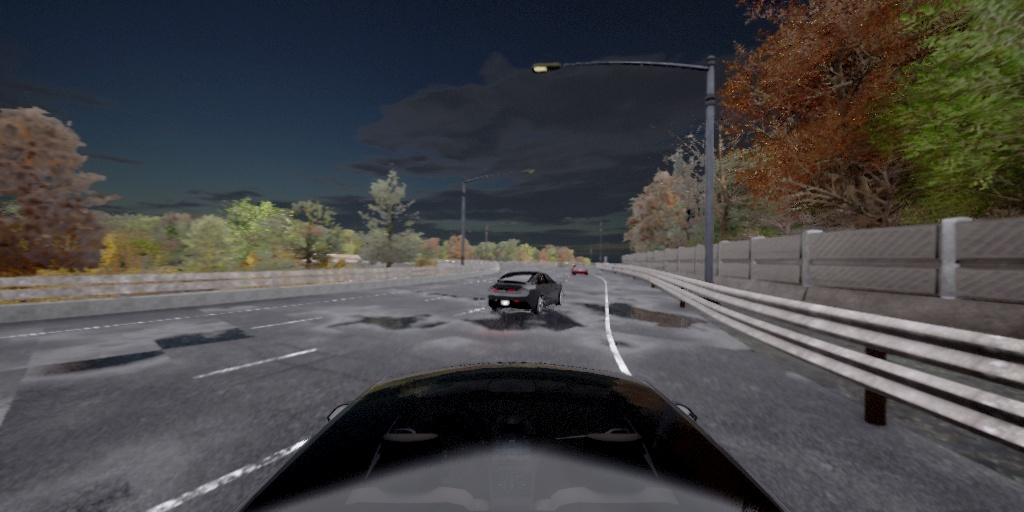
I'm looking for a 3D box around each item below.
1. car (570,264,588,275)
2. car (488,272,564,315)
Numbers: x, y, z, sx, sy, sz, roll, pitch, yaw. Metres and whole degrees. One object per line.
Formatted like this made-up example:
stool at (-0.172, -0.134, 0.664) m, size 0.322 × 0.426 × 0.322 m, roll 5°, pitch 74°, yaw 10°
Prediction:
car at (8.959, 1.784, 48.066) m, size 1.994 × 1.385 × 4.181 m, roll 1°, pitch 0°, yaw 5°
car at (0.706, 1.358, 14.326) m, size 1.837 × 1.490 × 4.892 m, roll 1°, pitch 0°, yaw 23°
